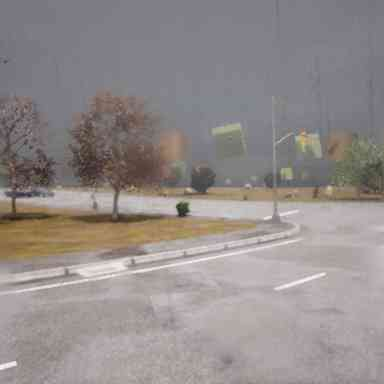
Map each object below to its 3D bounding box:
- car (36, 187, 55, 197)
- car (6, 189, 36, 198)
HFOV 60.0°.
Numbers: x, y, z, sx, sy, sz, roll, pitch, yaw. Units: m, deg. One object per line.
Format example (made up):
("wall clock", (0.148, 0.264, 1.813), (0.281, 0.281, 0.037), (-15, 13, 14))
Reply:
("car", (-23.233, 0.009, 51.829), (4.892, 1.490, 1.837), (2, 4, 38))
("car", (-25.558, 0.211, 49.215), (4.718, 1.301, 1.895), (3, 4, 38))
